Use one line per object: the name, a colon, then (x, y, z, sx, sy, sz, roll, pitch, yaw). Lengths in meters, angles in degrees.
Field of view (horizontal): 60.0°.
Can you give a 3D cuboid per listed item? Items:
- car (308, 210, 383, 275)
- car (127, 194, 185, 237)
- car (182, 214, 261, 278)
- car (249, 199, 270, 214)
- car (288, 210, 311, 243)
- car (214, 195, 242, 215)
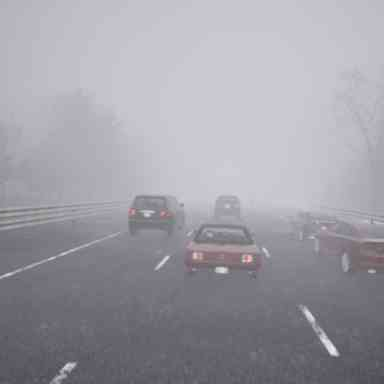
car: (5.480, 1.631, 10.872, 1.882, 1.535, 5.008, 2, 0, 6)
car: (-1.741, 1.141, 17.755, 2.150, 2.045, 5.566, 2, 0, 6)
car: (0.959, 1.615, 10.279, 1.895, 1.301, 4.718, 2, 0, 6)
car: (7.811, 1.725, 38.314, 1.812, 1.442, 4.674, 2, 0, 9)
car: (6.118, 1.671, 16.762, 1.837, 1.490, 4.892, 2, 0, 6)
car: (3.086, 1.281, 28.624, 2.150, 2.045, 5.566, 2, 0, 7)
